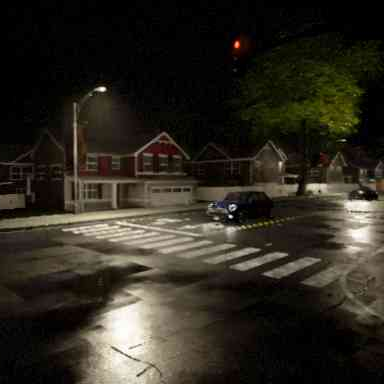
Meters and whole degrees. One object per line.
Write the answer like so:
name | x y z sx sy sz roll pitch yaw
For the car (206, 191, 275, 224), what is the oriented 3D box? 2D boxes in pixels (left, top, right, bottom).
car | 2.855 0.746 19.259 2.097 1.767 4.553 2 3 44

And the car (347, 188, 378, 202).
car | 17.670 0.258 34.373 1.994 1.385 4.181 2 3 44
